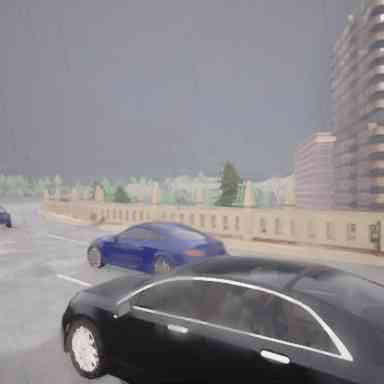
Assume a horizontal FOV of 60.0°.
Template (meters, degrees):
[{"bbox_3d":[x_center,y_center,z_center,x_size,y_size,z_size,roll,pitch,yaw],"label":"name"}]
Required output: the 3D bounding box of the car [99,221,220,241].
[{"bbox_3d":[-1.114,1.578,9.569,4.674,1.442,1.812,0,0,40],"label":"car"}]

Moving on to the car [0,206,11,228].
[{"bbox_3d":[-13.540,1.638,22.508,1.812,1.442,4.674,0,0,-38],"label":"car"}]

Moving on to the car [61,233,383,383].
[{"bbox_3d":[0.422,1.528,3.867,4.892,1.490,1.837,0,0,37],"label":"car"}]
